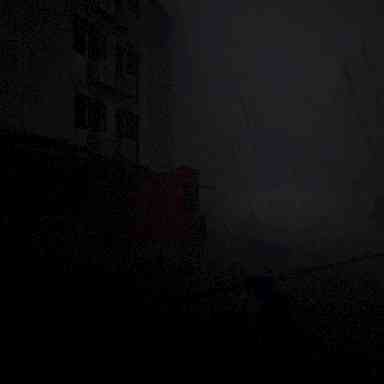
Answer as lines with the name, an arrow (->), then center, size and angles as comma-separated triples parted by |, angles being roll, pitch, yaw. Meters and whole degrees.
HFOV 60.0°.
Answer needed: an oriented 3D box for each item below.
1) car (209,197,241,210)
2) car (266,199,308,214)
car -> 4.226, 1.476, 43.303 | 1.882, 1.535, 5.008 | 0, 0, -36
car -> 9.955, 1.524, 35.304 | 1.812, 1.442, 4.674 | 0, 0, -36
